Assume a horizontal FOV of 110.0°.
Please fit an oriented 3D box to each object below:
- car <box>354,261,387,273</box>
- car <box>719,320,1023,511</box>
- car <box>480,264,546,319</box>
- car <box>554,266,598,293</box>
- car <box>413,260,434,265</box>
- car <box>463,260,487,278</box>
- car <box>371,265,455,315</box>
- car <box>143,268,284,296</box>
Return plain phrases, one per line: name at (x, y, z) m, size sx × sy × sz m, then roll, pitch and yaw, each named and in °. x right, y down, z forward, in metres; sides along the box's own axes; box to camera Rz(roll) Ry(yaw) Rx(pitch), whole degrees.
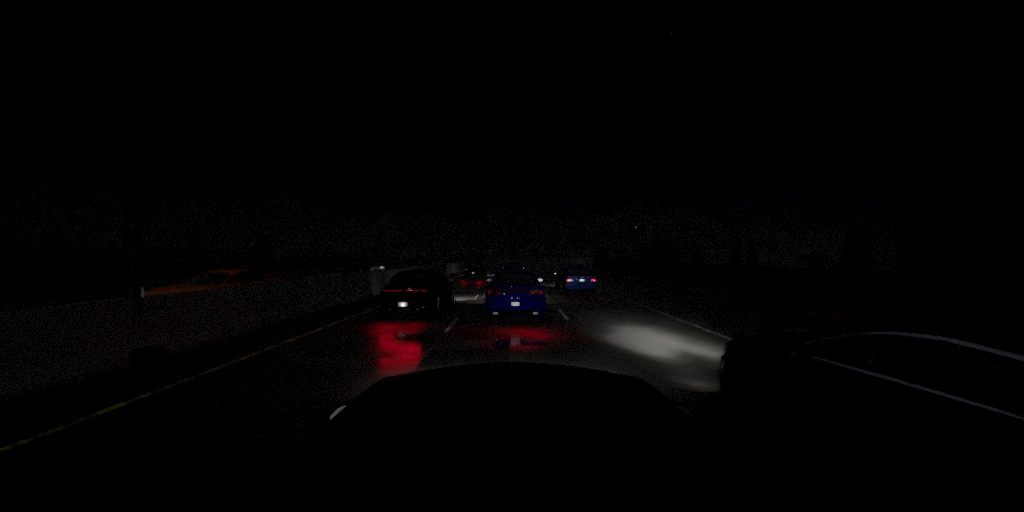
car at (-16.917, 1.297, 43.394) m, size 2.033 × 1.411 × 5.357 m, roll 0°, pitch 0°, yaw 6°
car at (3.600, 1.241, 2.696) m, size 2.128 × 1.511 × 4.902 m, roll 0°, pitch 0°, yaw 0°
car at (0.104, 1.227, 12.803) m, size 1.882 × 1.535 × 5.008 m, roll 0°, pitch 0°, yaw 0°
car at (3.606, 1.297, 20.987) m, size 2.033 × 1.411 × 5.357 m, roll 0°, pitch 0°, yaw 0°
car at (-12.476, 1.274, 50.385) m, size 1.812 × 1.442 × 4.674 m, roll 0°, pitch 0°, yaw 9°
car at (-3.346, 1.275, 33.469) m, size 1.812 × 1.442 × 4.674 m, roll 0°, pitch 0°, yaw 1°
car at (-3.395, 1.255, 13.582) m, size 1.837 × 1.490 × 4.892 m, roll 0°, pitch 0°, yaw 0°
car at (-10.595, 1.228, 13.149) m, size 1.882 × 1.535 × 5.008 m, roll 0°, pitch 0°, yaw 0°
